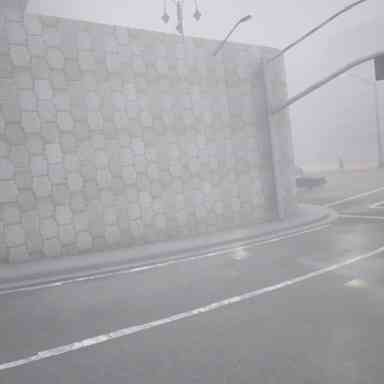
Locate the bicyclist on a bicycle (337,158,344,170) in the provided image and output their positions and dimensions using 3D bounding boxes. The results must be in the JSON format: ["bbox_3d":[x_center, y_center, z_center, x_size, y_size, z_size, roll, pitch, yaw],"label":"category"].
[{"bbox_3d":[20.063,-3.821,44.864,1.656,1.620,0.582,-11,6,-35],"label":"bicyclist on a bicycle"}]

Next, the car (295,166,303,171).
[{"bbox_3d":[12.787,-2.742,45.308,1.837,1.490,4.892,-11,6,-35],"label":"car"}]

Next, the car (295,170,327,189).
[{"bbox_3d":[10.007,-1.015,30.946,1.895,1.301,4.718,-11,6,-35],"label":"car"}]
